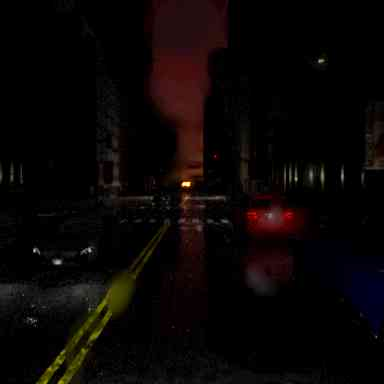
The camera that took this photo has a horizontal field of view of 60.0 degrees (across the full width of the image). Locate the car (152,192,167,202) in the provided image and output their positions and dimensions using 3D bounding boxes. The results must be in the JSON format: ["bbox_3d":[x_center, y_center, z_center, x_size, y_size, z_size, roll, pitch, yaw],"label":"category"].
[{"bbox_3d":[-6.553,1.167,64.845,1.837,1.490,4.892,0,1,0],"label":"car"}]

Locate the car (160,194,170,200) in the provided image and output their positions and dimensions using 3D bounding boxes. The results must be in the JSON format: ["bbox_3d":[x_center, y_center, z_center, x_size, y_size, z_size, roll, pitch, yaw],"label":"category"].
[{"bbox_3d":[-6.548,1.139,81.168,1.895,1.301,4.718,0,0,0],"label":"car"}]

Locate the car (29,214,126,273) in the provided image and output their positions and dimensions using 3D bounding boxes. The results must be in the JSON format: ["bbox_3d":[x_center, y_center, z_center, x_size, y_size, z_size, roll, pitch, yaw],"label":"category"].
[{"bbox_3d":[-3.337,1.470,10.599,1.812,1.442,4.674,0,0,0],"label":"car"}]

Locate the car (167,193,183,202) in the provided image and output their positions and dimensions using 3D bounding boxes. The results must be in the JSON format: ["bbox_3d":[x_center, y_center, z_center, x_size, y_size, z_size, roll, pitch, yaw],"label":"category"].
[{"bbox_3d":[-3.303,1.142,64.846,1.882,1.535,5.008,0,0,0],"label":"car"}]

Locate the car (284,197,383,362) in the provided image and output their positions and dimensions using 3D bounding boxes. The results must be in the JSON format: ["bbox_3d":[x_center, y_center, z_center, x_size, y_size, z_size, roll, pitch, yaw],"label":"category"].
[{"bbox_3d":[3.351,1.196,5.185,2.150,2.045,5.566,0,1,0],"label":"car"}]

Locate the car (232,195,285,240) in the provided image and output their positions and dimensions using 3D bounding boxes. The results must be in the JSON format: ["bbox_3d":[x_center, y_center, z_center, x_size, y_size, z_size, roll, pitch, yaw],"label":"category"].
[{"bbox_3d":[3.341,1.135,16.516,2.150,2.045,5.566,0,0,0],"label":"car"}]

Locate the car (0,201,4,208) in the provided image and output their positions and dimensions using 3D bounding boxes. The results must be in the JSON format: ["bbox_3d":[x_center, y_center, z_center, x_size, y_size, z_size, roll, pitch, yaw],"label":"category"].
[{"bbox_3d":[-23.592,1.354,37.355,4.403,1.369,2.008,0,0,0],"label":"car"}]

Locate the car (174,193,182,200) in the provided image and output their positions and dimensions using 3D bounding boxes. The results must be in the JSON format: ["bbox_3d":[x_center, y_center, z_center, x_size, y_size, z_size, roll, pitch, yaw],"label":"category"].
[{"bbox_3d":[-3.298,1.068,81.198,1.812,1.442,4.674,0,0,0],"label":"car"}]
